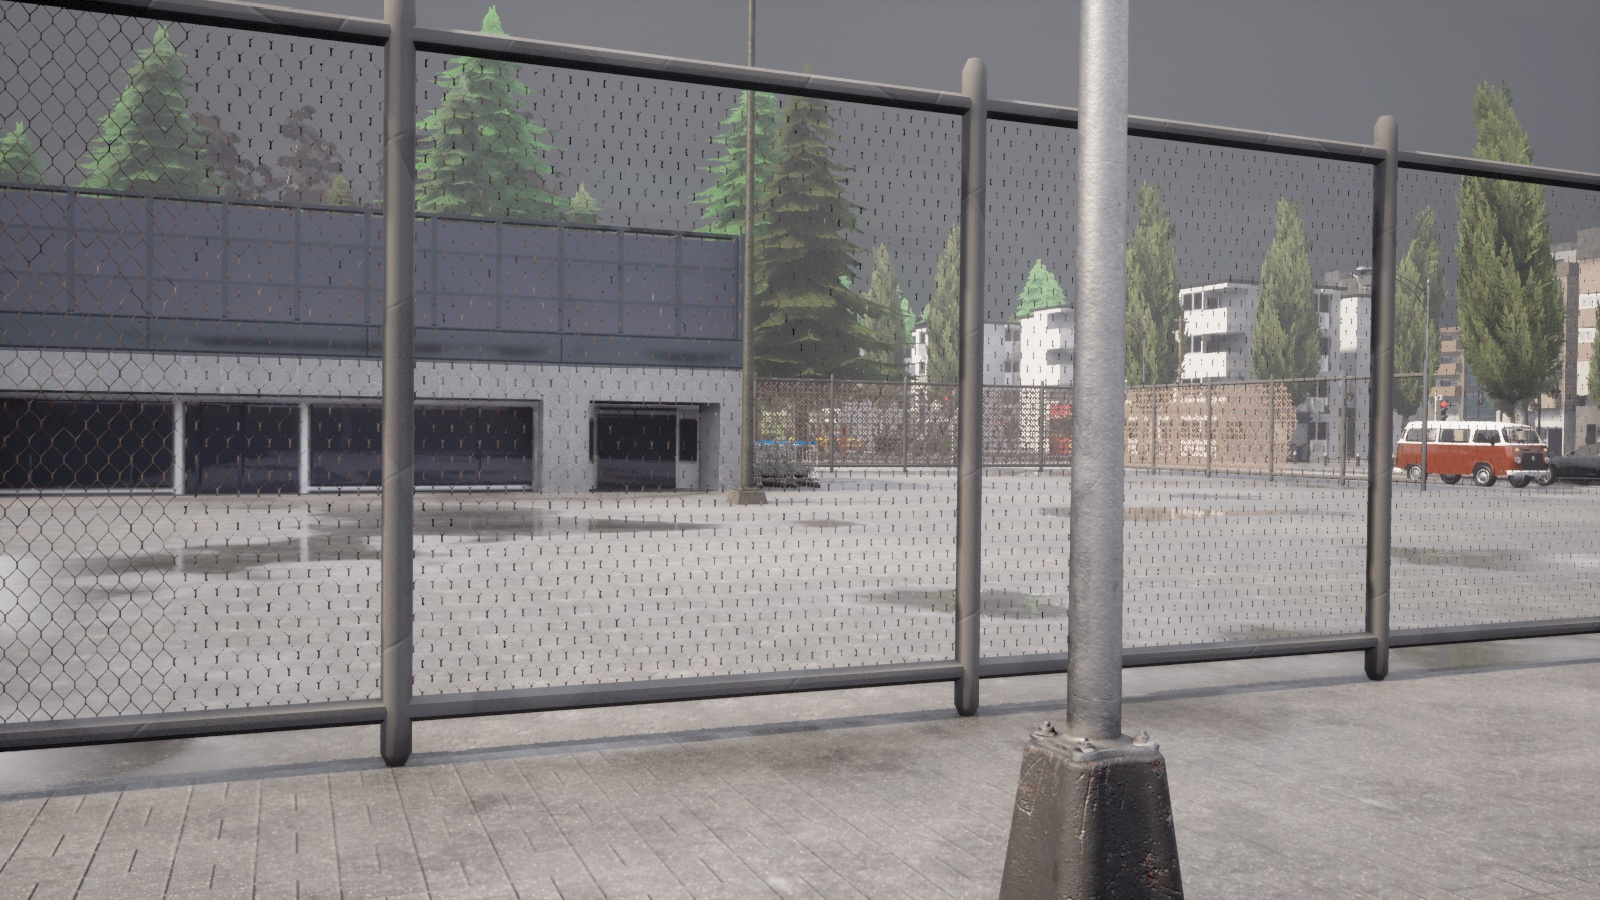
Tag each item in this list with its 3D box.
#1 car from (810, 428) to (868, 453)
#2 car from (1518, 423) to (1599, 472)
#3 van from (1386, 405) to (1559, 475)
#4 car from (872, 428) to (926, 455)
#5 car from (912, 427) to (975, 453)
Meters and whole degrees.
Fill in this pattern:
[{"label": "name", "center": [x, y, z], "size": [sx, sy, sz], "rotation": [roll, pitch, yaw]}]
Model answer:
[{"label": "car", "center": [2.559, -0.657, 83.993], "size": [1.801, 1.575, 5.366], "rotation": [-1, 1, -22]}, {"label": "car", "center": [25.242, -0.109, 39.003], "size": [2.163, 1.488, 4.792], "rotation": [-1, 1, -22]}, {"label": "van", "center": [20.856, -0.341, 39.153], "size": [2.069, 2.038, 4.480], "rotation": [-1, 1, -22]}, {"label": "car", "center": [5.938, -0.520, 75.749], "size": [1.789, 1.549, 3.705], "rotation": [-1, 1, -21]}, {"label": "car", "center": [8.960, -0.635, 78.886], "size": [2.007, 1.525, 4.514], "rotation": [-1, 1, -22]}]
